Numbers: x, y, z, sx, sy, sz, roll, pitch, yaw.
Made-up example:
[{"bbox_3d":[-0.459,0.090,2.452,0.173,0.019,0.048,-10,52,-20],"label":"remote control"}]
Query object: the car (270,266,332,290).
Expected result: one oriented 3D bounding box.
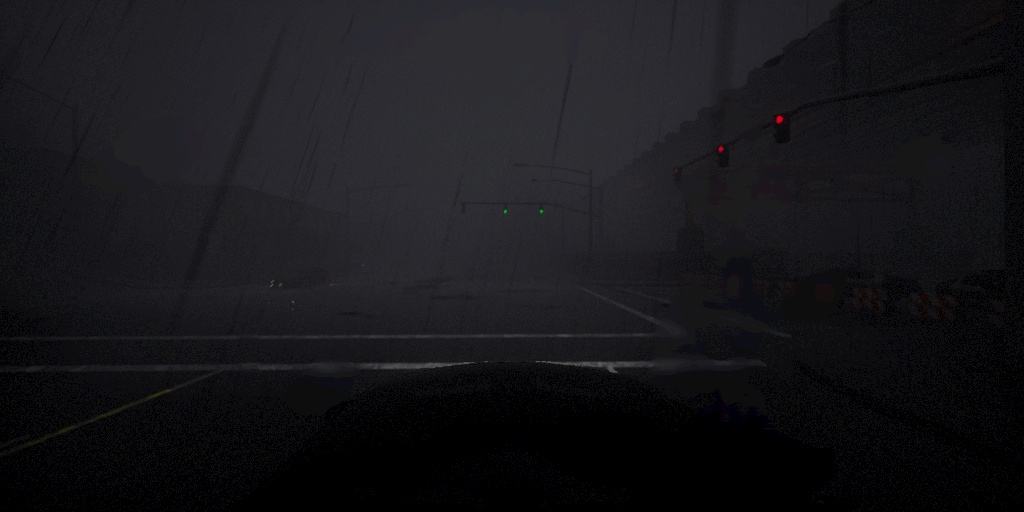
[{"bbox_3d":[-13.988,1.464,24.066,1.837,1.490,4.892,0,1,0],"label":"car"}]
